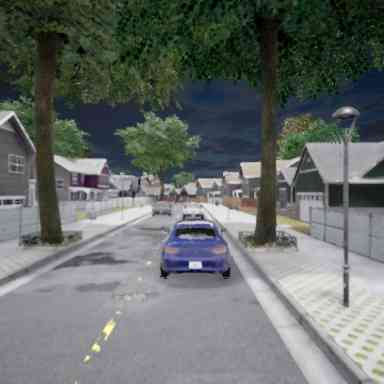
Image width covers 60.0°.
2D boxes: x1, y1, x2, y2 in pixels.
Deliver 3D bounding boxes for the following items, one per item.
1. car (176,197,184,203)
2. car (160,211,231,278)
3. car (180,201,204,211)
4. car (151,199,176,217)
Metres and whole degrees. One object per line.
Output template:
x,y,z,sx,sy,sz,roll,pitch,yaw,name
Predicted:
-2.902,1.963,73.961,1.837,1.490,4.892,0,-1,-2,car
0.098,1.538,10.064,1.812,1.442,4.674,0,0,0,car
0.116,1.715,30.339,1.895,1.301,4.718,0,0,0,car
-2.827,1.633,32.584,1.837,1.490,4.892,0,0,0,car
